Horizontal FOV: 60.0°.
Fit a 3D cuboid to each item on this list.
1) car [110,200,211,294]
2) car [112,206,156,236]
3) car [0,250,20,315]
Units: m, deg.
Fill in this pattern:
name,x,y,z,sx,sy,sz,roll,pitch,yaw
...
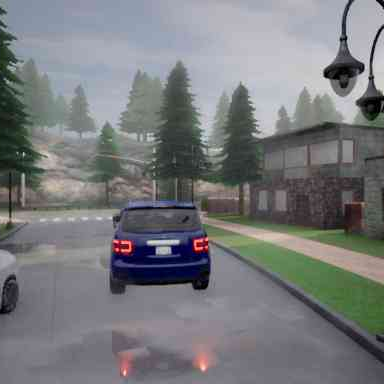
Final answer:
name,x,y,z,sx,sy,sz,roll,pitch,yaw
car,-0.977,1.221,9.049,2.150,2.045,5.566,0,0,-9
car,-3.535,1.599,19.482,1.895,1.301,4.718,0,0,-18
car,-4.079,1.525,4.758,1.812,1.442,4.674,0,0,-7
